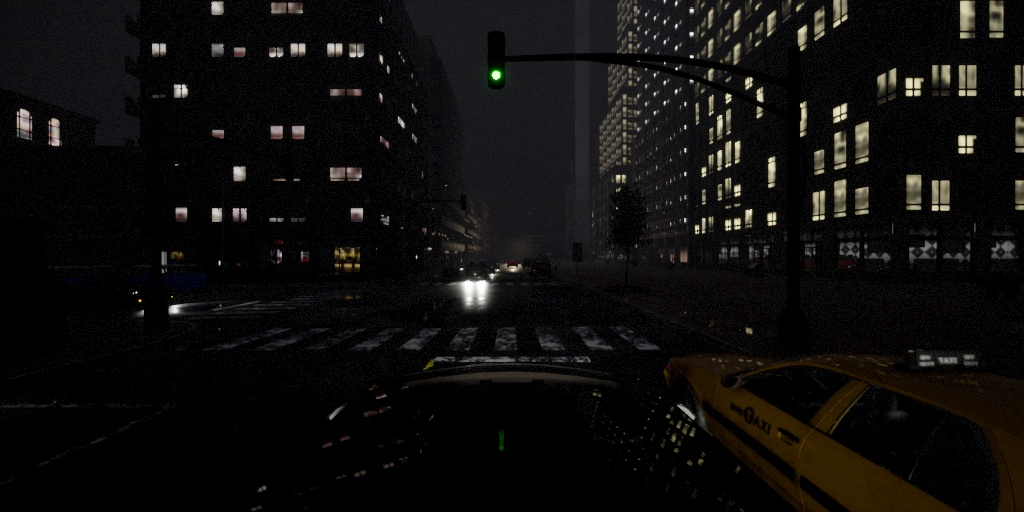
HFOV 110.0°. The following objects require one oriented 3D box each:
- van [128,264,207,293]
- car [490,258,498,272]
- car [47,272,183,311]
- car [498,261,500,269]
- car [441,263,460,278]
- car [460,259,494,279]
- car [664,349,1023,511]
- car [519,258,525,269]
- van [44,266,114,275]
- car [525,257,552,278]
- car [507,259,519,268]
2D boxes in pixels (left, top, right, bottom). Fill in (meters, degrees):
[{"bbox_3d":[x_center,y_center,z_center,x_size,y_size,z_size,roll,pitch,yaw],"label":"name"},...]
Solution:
[{"bbox_3d":[-20.763,1.401,21.510,3.998,1.789,1.690,0,0,-1],"label":"van"},{"bbox_3d":[-3.091,1.267,43.633,1.882,1.535,5.008,0,0,0],"label":"car"},{"bbox_3d":[-17.599,1.591,15.745,4.181,1.385,1.994,-1,0,-1],"label":"car"},{"bbox_3d":[-3.057,1.168,56.728,2.097,1.767,4.553,0,0,1],"label":"car"},{"bbox_3d":[-5.684,1.327,34.747,2.007,1.370,4.403,0,0,0],"label":"car"},{"bbox_3d":[-3.093,1.266,32.438,2.128,1.511,4.902,0,0,0],"label":"car"},{"bbox_3d":[2.689,1.276,2.503,1.751,1.417,4.829,0,0,0],"label":"car"},{"bbox_3d":[2.700,1.128,56.850,2.192,1.841,5.009,0,0,0],"label":"car"},{"bbox_3d":[-26.301,1.492,21.461,3.998,1.789,1.690,0,0,-1],"label":"van"},{"bbox_3d":[2.696,1.091,34.746,2.192,1.841,5.009,0,0,0],"label":"car"},{"bbox_3d":[0.114,1.321,64.283,2.128,1.511,4.902,0,0,0],"label":"car"}]
